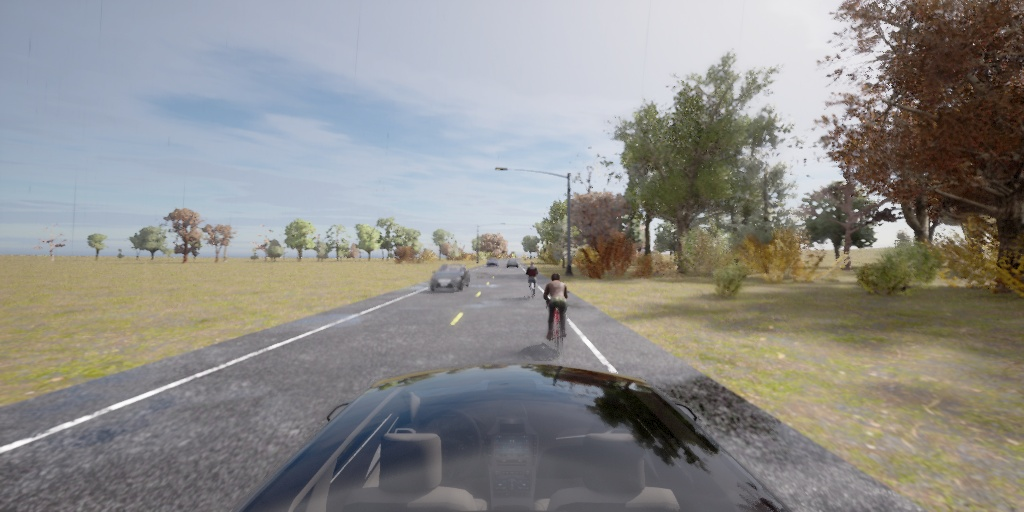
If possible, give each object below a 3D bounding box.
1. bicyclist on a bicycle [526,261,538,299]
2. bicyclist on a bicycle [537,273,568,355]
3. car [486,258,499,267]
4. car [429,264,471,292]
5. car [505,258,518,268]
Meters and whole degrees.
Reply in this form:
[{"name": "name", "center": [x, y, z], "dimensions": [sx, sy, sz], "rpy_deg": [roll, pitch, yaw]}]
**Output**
[{"name": "bicyclist on a bicycle", "center": [0.962, 1.124, 17.169], "dimensions": [0.659, 1.776, 1.843], "rpy_deg": [0, 0, 0]}, {"name": "bicyclist on a bicycle", "center": [0.962, 1.204, 7.781], "dimensions": [0.582, 1.620, 1.656], "rpy_deg": [0, 0, 0]}, {"name": "car", "center": [-3.539, 1.118, 65.324], "dimensions": [2.097, 1.767, 4.553], "rpy_deg": [0, 0, 1]}, {"name": "car", "center": [-3.601, 1.246, 21.501], "dimensions": [2.128, 1.511, 4.902], "rpy_deg": [0, 0, 0]}, {"name": "car", "center": [0.098, 1.327, 63.069], "dimensions": [1.994, 1.385, 4.181], "rpy_deg": [0, 0, 0]}]
